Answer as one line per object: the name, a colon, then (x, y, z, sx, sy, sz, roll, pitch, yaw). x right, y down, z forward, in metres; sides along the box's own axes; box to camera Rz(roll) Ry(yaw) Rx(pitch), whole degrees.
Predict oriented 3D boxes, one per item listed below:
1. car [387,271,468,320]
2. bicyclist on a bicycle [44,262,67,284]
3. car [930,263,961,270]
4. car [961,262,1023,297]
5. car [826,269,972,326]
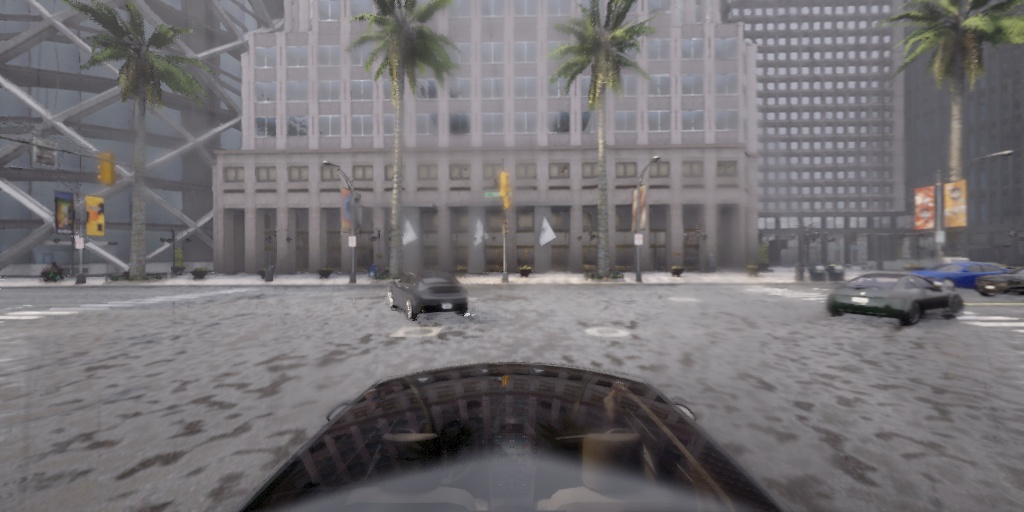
car: (-3.154, 1.283, 12.934, 1.837, 1.490, 4.892, 1, -1, -30)
bicyclist on a bicycle: (-34.916, 1.276, 27.455, 0.582, 1.620, 1.656, 0, 0, -11)
car: (24.054, 1.101, 19.300, 5.008, 1.535, 1.882, 0, 0, 2)
car: (23.685, 1.100, 15.810, 5.008, 1.535, 1.882, 0, 0, 2)
car: (12.055, 1.251, 11.332, 4.181, 1.385, 1.994, 0, 0, -24)
